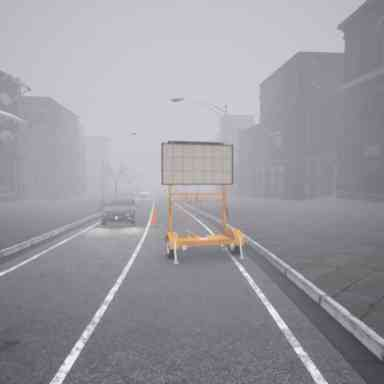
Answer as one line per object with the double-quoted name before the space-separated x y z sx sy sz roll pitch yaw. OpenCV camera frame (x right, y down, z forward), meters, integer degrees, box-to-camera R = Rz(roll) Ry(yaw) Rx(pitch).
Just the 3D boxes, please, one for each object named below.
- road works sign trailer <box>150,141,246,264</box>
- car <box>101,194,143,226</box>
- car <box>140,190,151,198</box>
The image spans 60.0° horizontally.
"road works sign trailer" 0.140 0.172 10.847 2.380 3.560 2.880 -1 1 -16
"car" -4.173 1.078 19.784 1.837 1.490 4.892 0 1 -5
"car" -8.350 0.326 59.669 1.812 1.442 4.674 0 3 -6
